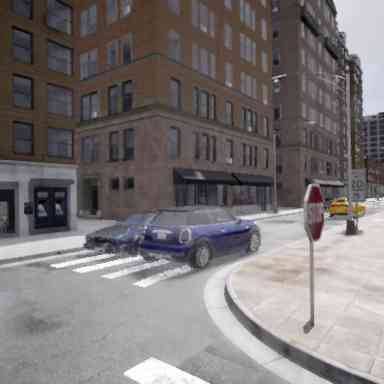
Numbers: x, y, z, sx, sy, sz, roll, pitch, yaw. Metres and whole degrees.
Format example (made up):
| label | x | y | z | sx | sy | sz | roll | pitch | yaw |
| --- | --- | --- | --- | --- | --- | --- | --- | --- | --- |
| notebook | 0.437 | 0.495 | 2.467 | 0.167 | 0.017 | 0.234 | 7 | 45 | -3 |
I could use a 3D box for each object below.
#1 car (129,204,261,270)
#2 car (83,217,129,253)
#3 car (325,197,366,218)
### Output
| label | x | y | z | sx | sy | sz | roll | pitch | yaw |
| --- | --- | --- | --- | --- | --- | --- | --- | --- | --- |
| car | 0.459 | 1.230 | 10.892 | 2.097 | 1.767 | 4.553 | -1 | 0 | 37 |
| car | -1.539 | 1.477 | 13.141 | 2.033 | 1.411 | 5.357 | -1 | 0 | 38 |
| car | 12.599 | 1.204 | 26.790 | 1.882 | 1.535 | 5.008 | -1 | 0 | 37 |
